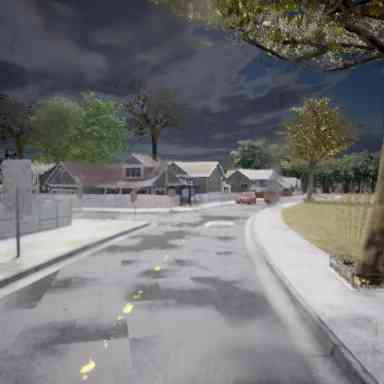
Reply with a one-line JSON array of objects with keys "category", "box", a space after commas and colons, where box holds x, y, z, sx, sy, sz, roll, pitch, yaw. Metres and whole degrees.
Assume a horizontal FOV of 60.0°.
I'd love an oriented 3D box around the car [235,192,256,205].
[{"category": "car", "box": [8.469, 1.054, 52.062, 2.150, 2.045, 5.566, 1, 3, 24]}]
